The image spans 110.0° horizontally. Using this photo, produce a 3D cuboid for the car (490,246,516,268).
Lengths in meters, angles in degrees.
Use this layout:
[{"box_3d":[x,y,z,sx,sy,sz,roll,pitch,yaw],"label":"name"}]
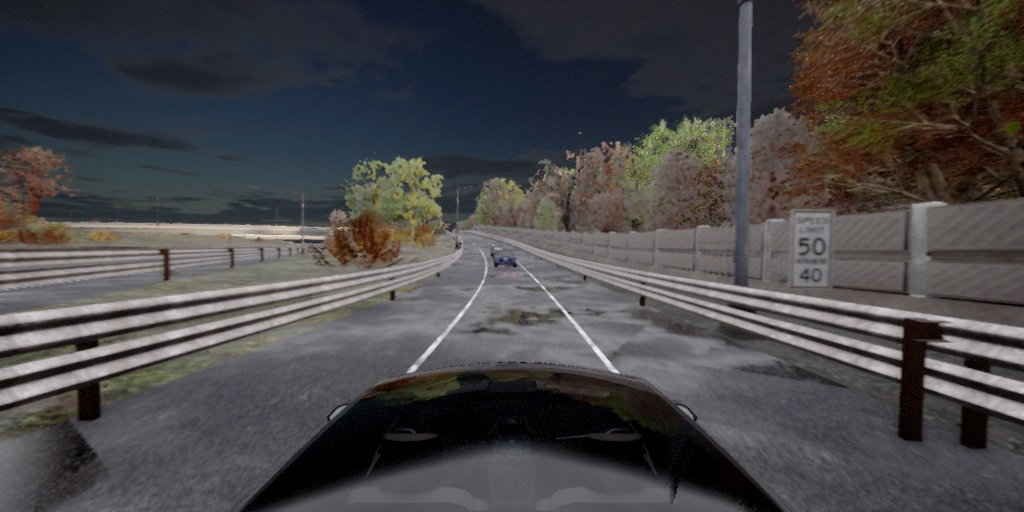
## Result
[{"box_3d":[-0.767,0.117,35.654,2.097,1.767,4.553,0,3,-5],"label":"car"}]
